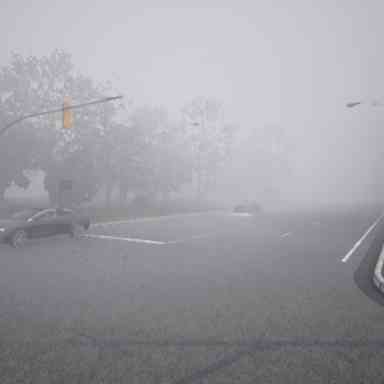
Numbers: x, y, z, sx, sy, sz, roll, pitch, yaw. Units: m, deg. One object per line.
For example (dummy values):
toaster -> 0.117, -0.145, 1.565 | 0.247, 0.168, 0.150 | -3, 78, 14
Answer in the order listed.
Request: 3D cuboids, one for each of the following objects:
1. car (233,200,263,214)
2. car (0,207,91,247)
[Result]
car -> 6.015, 1.508, 35.473 | 1.994, 1.385, 4.181 | 0, 0, 32
car -> -6.880, 1.448, 15.052 | 2.128, 1.511, 4.902 | 0, 0, 32
